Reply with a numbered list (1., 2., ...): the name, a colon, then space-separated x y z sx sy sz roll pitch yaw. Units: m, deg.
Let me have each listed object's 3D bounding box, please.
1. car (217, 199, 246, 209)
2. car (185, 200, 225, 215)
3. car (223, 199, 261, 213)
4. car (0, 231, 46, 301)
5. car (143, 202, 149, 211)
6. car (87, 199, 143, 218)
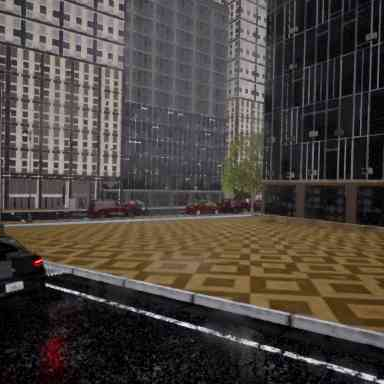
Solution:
1. car: 6.226 1.872 52.845 4.313 1.339 1.947 1 1 -34
2. car: 1.332 1.966 39.934 4.507 1.381 1.887 1 1 -34
3. car: 6.011 1.782 43.136 5.009 1.841 2.192 1 1 -34
4. car: -5.041 1.523 7.273 4.674 1.442 1.812 0 0 35
5. car: -7.798 1.719 43.224 4.403 1.369 2.008 1 1 -34
6. car: -8.012 1.645 33.516 5.009 1.841 2.192 1 1 -34
